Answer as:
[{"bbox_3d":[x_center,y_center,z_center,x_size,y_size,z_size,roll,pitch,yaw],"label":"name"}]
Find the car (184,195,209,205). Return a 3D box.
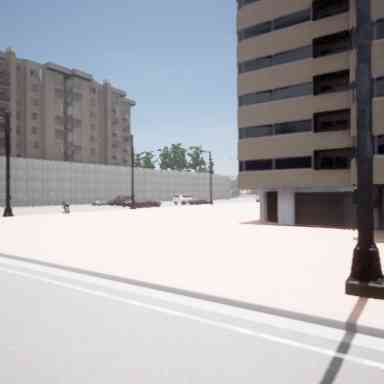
[{"bbox_3d":[1.380,1.907,67.331,2.033,1.411,5.357,-1,0,36],"label":"car"}]

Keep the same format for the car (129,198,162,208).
[{"bbox_3d":[-7.295,1.908,55.241,2.033,1.411,5.357,-1,0,36],"label":"car"}]

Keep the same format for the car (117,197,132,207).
[{"bbox_3d":[-10.069,1.994,57.376,1.895,1.301,4.718,-1,0,36],"label":"car"}]

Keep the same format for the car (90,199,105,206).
[{"bbox_3d":[-17.477,2.094,65.091,1.895,1.301,4.718,-1,0,36],"label":"car"}]

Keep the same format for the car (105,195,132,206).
[{"bbox_3d":[-13.569,1.664,64.574,2.150,2.045,5.566,-1,0,36],"label":"car"}]

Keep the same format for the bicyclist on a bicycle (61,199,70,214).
[{"bbox_3d":[-13.782,1.605,36.117,1.656,1.620,0.582,-1,-1,36],"label":"bicyclist on a bicycle"}]

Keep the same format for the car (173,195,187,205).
[{"bbox_3d":[-1.689,1.611,69.063,2.150,2.045,5.566,-1,0,36],"label":"car"}]
